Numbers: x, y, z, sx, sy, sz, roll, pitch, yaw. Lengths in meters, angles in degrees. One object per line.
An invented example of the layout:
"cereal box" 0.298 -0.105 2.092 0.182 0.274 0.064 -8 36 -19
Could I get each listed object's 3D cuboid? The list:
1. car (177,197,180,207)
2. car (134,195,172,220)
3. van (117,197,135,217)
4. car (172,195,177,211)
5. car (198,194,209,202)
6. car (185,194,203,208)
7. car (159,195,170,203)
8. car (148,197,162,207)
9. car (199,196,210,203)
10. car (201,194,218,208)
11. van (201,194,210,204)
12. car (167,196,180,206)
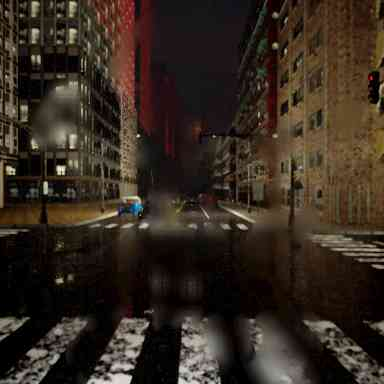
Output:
"car" -3.137 1.349 46.698 2.097 1.767 4.553 0 0 0
"car" -3.181 1.346 28.016 2.097 1.767 4.553 0 0 1
"van" -5.748 1.335 30.743 1.690 1.788 3.998 0 0 0
"car" -3.156 1.347 36.805 2.097 1.767 4.553 0 0 0
"car" 2.549 1.321 75.166 2.192 1.841 5.009 0 0 0
"car" 0.014 1.488 46.886 2.128 1.511 4.902 0 0 0
"car" -5.820 1.443 69.599 1.967 1.590 4.097 0 0 0
"car" -5.789 1.523 52.776 1.752 1.417 4.829 0 0 0
"car" 2.561 1.554 69.615 2.008 1.369 4.403 0 0 0
"car" 2.601 1.312 47.412 2.192 1.841 5.009 0 0 0
"van" 2.570 1.342 64.065 1.690 1.788 3.998 0 0 0
"car" -3.105 1.476 57.142 1.882 1.535 5.008 0 0 0
